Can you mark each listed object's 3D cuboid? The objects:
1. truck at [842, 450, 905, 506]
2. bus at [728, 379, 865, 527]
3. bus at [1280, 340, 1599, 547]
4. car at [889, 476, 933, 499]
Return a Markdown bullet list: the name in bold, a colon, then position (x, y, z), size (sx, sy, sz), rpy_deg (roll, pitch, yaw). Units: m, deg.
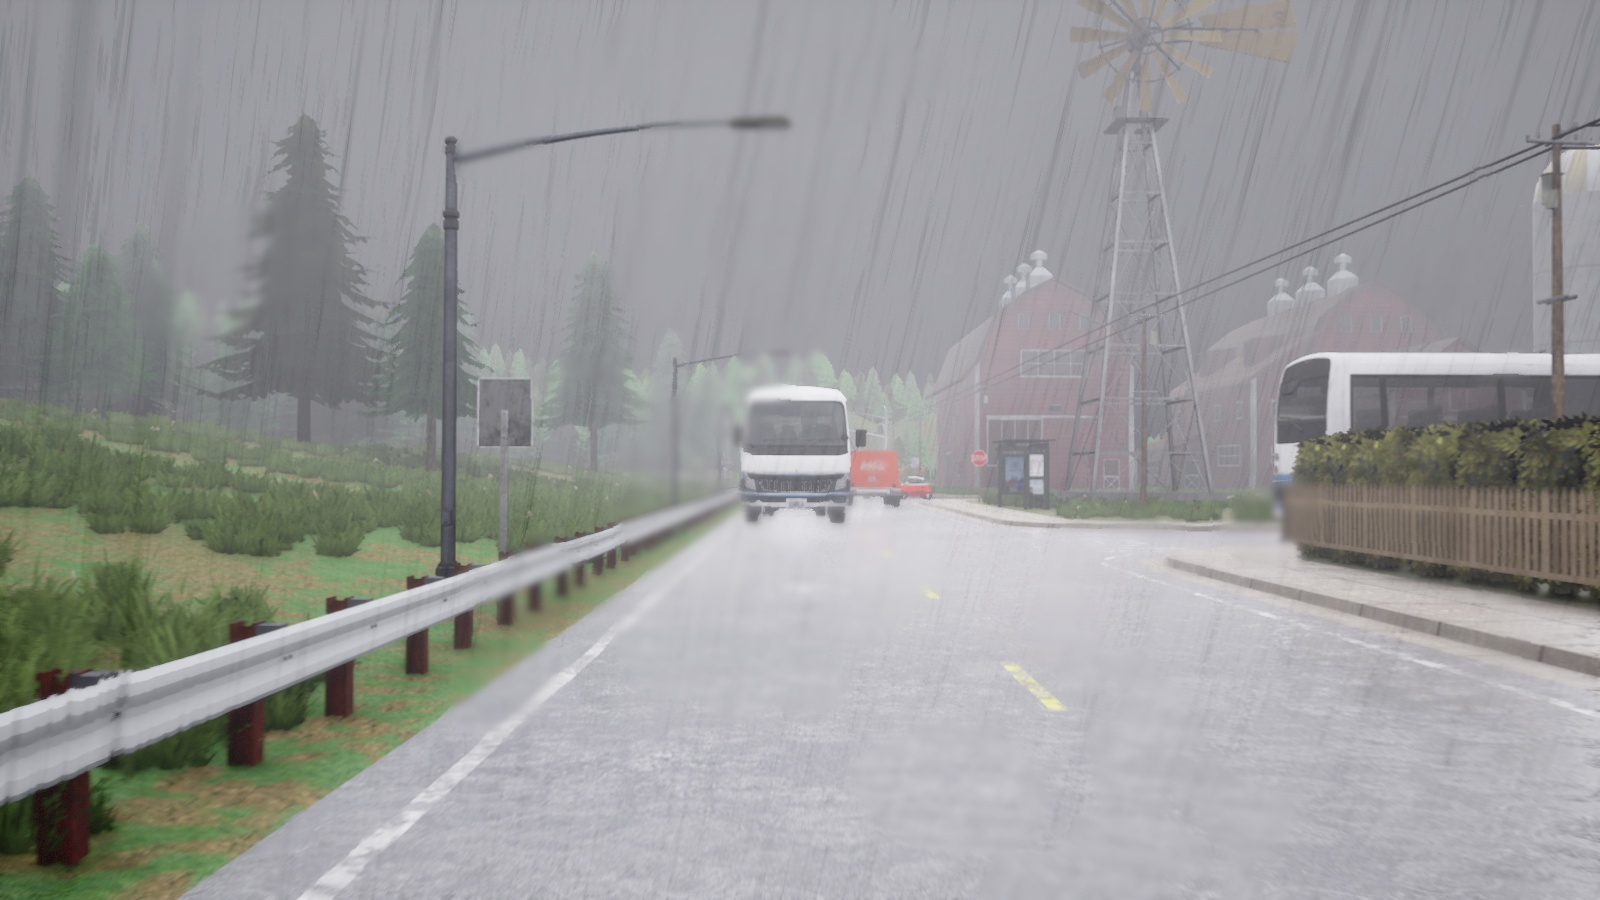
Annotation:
- **truck**: position (3.352, 1.370, 58.765), size (2.627, 2.467, 5.204), rpy_deg (0, -3, 0)
- **bus**: position (-0.105, 0.202, 41.347), size (3.944, 4.253, 10.273), rpy_deg (0, -1, 0)
- **bus**: position (16.612, -0.111, 27.983), size (10.273, 4.253, 3.944), rpy_deg (0, -1, 0)
- **car**: position (6.520, 2.202, 73.707), size (2.207, 1.376, 1.481), rpy_deg (1, -1, -12)
